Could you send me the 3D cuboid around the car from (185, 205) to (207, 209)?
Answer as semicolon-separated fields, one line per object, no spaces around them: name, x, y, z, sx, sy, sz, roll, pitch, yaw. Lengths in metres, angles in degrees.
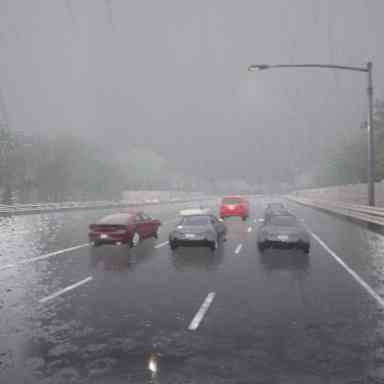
car;0.390;1.829;30.081;1.895;1.301;4.718;-1;0;13

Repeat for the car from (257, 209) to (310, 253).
car;3.795;1.621;14.065;1.994;1.385;4.181;-1;0;14

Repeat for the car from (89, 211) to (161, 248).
car;-2.977;1.636;15.837;1.882;1.535;5.008;-1;0;13

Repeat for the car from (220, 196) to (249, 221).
car;3.770;1.394;29.196;2.150;2.045;5.566;-1;0;13

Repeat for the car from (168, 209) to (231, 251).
car;0.387;1.671;14.853;1.994;1.385;4.181;-1;0;13

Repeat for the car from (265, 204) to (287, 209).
car;7.250;1.692;28.662;1.994;1.385;4.181;-1;0;13
